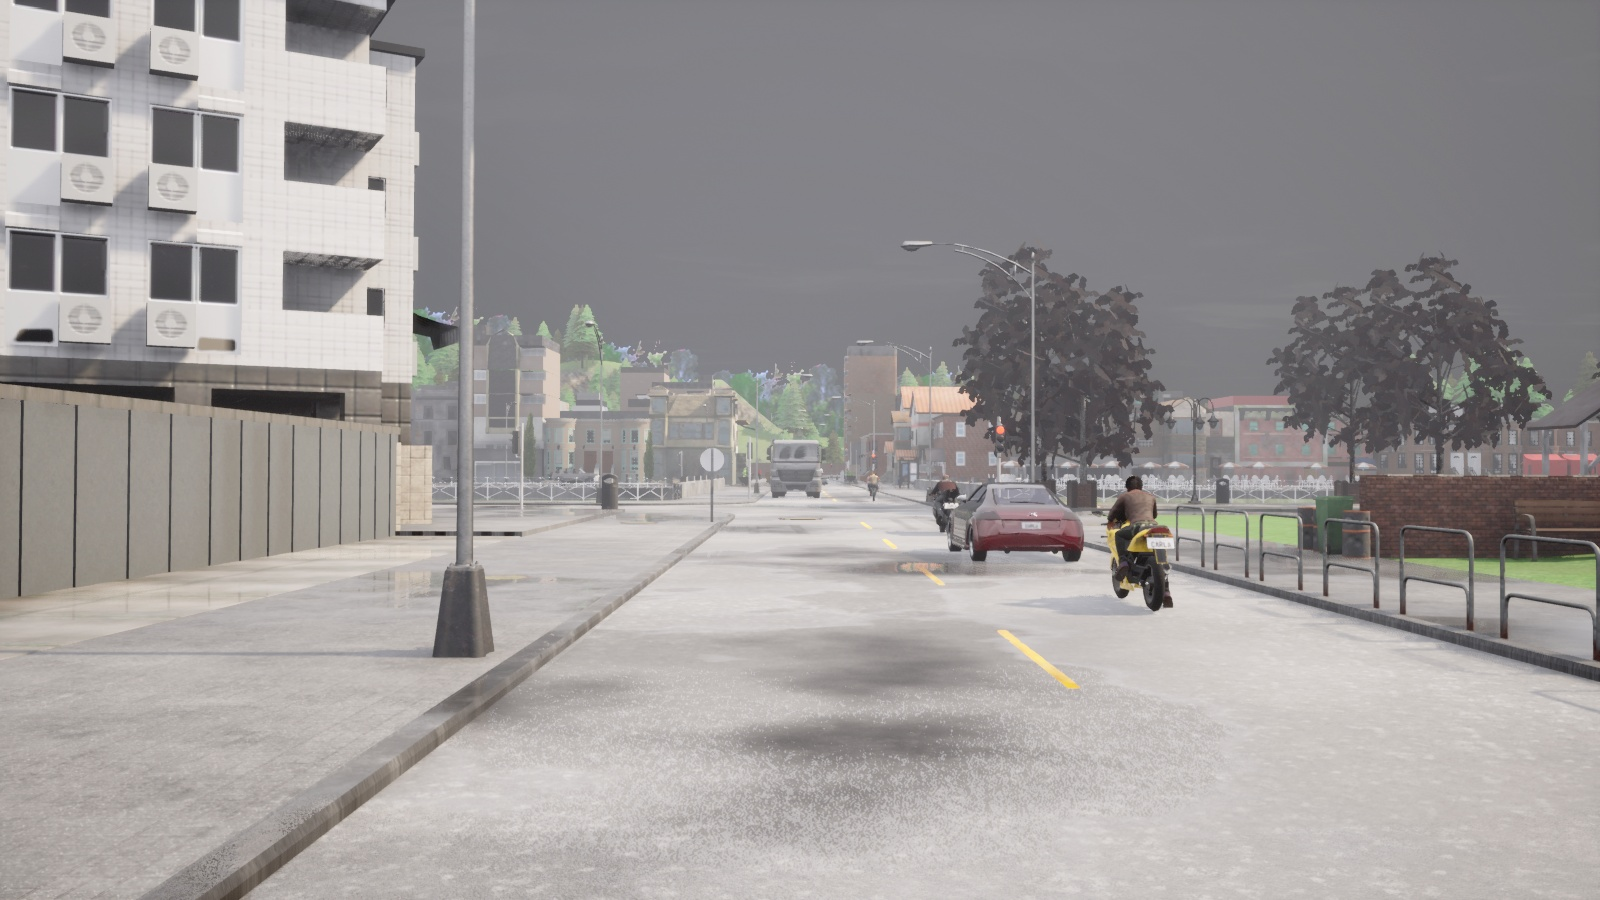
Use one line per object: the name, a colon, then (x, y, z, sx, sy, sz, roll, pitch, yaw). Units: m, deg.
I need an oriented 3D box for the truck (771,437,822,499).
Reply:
truck: (-0.218, 1.085, 74.708, 2.891, 3.462, 7.936, 0, -1, 0)

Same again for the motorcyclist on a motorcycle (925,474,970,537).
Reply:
motorcyclist on a motorcycle: (3.677, 1.362, 31.448, 0.866, 1.530, 2.191, 0, -1, 0)

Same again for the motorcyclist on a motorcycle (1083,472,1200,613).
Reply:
motorcyclist on a motorcycle: (3.957, 1.028, 14.727, 0.797, 1.523, 2.044, 0, -1, 0)

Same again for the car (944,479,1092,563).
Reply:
car: (3.933, 1.254, 23.348, 1.994, 1.385, 4.181, 0, -1, 0)
